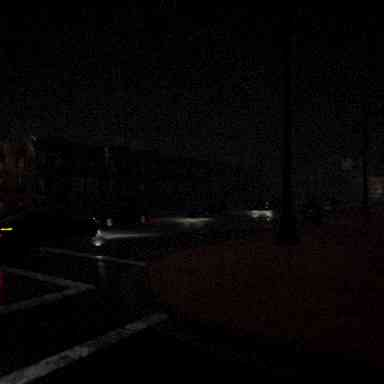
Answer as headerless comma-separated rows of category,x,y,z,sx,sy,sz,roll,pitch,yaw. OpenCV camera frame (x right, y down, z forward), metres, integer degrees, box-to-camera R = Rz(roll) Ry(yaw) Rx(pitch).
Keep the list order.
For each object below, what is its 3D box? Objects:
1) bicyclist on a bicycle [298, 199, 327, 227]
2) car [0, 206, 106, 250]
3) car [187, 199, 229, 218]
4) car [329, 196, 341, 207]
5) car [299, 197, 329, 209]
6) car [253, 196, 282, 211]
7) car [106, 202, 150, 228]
bicyclist on a bicycle,7.064,1.234,19.575,1.656,1.620,0.582,0,0,37
car,-6.223,1.482,14.233,1.812,1.442,4.674,-1,0,32
car,1.516,1.441,30.498,1.882,1.535,5.008,0,0,37
car,21.614,1.456,51.394,1.837,1.490,4.892,0,0,37
car,15.713,1.499,43.411,2.033,1.411,5.357,0,0,37
car,9.305,1.317,40.898,2.097,1.767,4.553,0,0,37
car,-4.870,1.469,21.952,1.837,1.490,4.892,0,0,37
